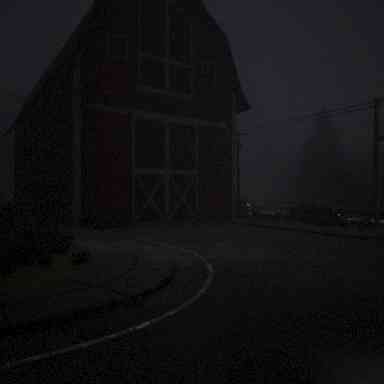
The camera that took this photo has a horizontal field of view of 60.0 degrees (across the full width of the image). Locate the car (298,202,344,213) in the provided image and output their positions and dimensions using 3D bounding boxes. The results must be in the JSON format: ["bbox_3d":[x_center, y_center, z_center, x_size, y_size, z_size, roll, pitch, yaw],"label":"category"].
[{"bbox_3d":[11.328,1.628,30.246,1.895,1.301,4.718,0,0,-34],"label":"car"}]

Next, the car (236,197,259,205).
[{"bbox_3d":[5.764,1.379,38.355,2.097,1.767,4.553,0,0,-34],"label":"car"}]
